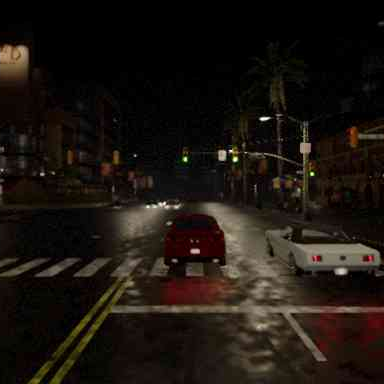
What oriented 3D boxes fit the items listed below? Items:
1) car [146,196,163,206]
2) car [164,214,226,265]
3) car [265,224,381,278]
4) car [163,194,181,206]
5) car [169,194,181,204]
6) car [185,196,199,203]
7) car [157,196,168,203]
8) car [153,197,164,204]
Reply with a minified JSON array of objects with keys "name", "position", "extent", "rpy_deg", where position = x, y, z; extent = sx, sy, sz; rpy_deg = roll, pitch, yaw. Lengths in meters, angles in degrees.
[{"name":"car","position":[-6.999,1.715,59.981],"extent":[2.033,1.411,5.357],"rpy_deg":[0,0,0]},{"name":"car","position":[0.097,1.511,11.824],"extent":[1.882,1.535,5.008],"rpy_deg":[0,0,0]},{"name":"car","position":[3.598,1.630,10.226],"extent":[1.895,1.301,4.718],"rpy_deg":[0,0,0]},{"name":"car","position":[-3.499,1.518,59.686],"extent":[2.097,1.767,4.553],"rpy_deg":[0,0,0]},{"name":"car","position":[-3.499,1.417,69.027],"extent":[2.150,2.045,5.566],"rpy_deg":[0,0,0]},{"name":"car","position":[0.001,1.768,77.305],"extent":[1.994,1.385,4.181],"rpy_deg":[0,0,0]},{"name":"car","position":[-7.001,1.747,79.592],"extent":[2.128,1.511,4.902],"rpy_deg":[0,0,0]},{"name":"car","position":[-6.999,1.718,69.476],"extent":[1.812,1.442,4.674],"rpy_deg":[0,0,0]}]
